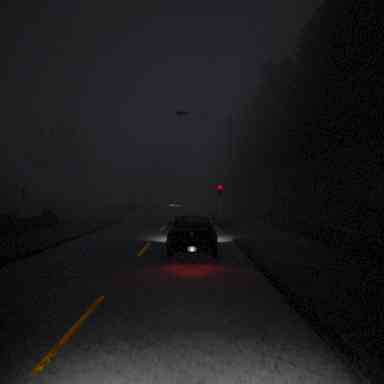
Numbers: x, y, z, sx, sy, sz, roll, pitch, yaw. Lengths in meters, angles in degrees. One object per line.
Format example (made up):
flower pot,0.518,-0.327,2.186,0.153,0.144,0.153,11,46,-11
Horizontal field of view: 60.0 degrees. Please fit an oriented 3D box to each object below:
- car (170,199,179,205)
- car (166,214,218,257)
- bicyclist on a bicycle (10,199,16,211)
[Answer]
car,-4.009,2.382,78.526,1.994,1.385,4.181,0,-1,0
car,0.015,1.651,13.498,1.837,1.490,4.892,0,0,0
bicyclist on a bicycle,-24.186,1.825,44.940,0.582,1.620,1.656,0,0,0
